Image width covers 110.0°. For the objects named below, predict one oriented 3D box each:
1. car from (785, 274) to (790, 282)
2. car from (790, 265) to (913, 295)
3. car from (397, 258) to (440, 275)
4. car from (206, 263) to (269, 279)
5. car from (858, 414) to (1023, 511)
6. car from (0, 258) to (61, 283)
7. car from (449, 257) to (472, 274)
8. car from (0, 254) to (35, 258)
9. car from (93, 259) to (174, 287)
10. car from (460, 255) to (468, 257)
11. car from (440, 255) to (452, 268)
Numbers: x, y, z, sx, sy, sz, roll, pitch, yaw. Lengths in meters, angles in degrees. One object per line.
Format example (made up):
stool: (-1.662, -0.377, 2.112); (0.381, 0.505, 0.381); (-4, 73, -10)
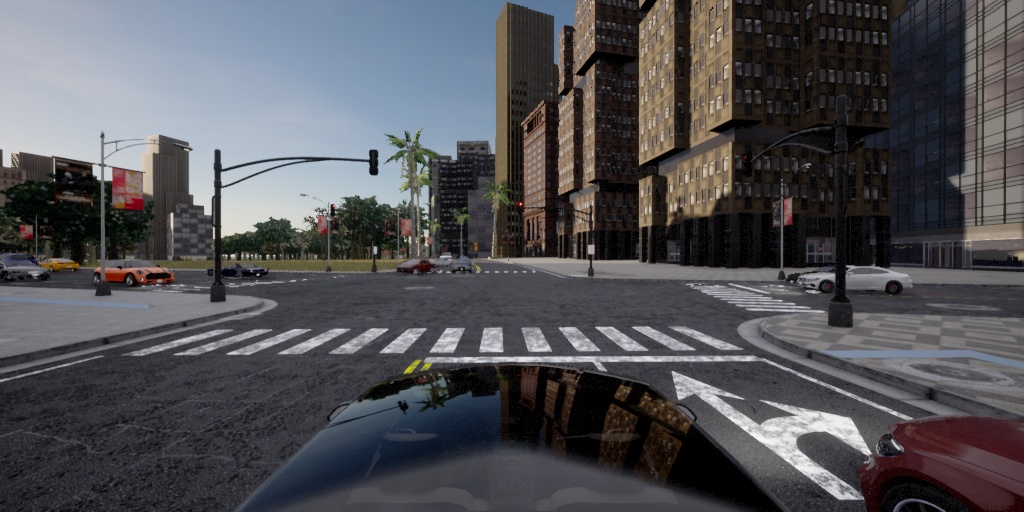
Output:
car: (20.211, 1.228, 22.024); (5.357, 1.411, 2.033); (0, 0, 12)
car: (18.159, 1.219, 19.169); (4.674, 1.442, 1.812); (0, 0, 15)
car: (-9.445, 1.029, 35.633); (1.882, 1.535, 5.008); (2, 1, 16)
car: (-22.856, 1.226, 29.831); (4.718, 1.301, 1.895); (0, 0, 15)
car: (3.266, 1.276, 0.435); (1.812, 1.442, 4.674); (0, 0, 0)
car: (-36.809, 1.115, 26.574); (4.902, 1.511, 2.128); (0, 0, 15)
car: (-5.103, 1.095, 36.889); (1.994, 1.385, 4.181); (0, 1, -5)
car: (-52.695, 0.778, 37.565); (5.566, 2.045, 2.150); (0, 0, 15)
car: (-24.574, 1.004, 23.357); (4.553, 1.767, 2.097); (0, 0, 15)
car: (-6.651, 0.903, 51.009); (2.033, 1.411, 5.357); (0, 1, -7)
car: (-9.851, 0.962, 50.373); (1.895, 1.301, 4.718); (0, 1, -7)
